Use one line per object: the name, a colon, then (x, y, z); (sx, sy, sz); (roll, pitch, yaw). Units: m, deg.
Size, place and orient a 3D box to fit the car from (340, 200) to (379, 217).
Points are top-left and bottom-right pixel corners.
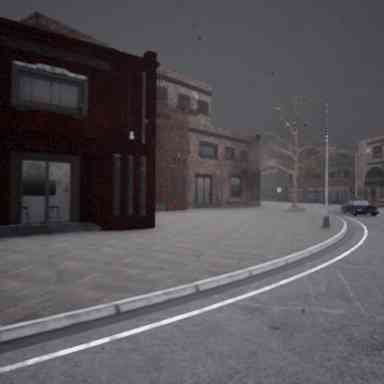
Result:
car: (15.074, 1.417, 30.217); (2.033, 1.411, 5.357); (0, 0, 8)
